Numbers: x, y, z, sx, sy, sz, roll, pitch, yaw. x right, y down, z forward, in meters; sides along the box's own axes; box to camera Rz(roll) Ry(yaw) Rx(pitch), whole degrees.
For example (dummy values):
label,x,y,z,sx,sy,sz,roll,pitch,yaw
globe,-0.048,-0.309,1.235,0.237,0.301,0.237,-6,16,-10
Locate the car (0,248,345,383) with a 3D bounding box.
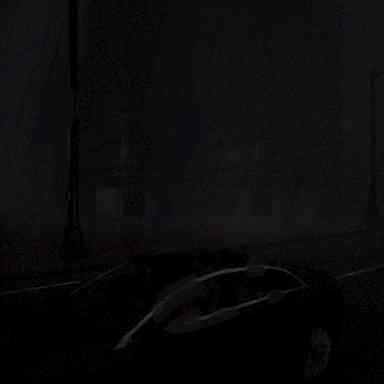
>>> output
label,x,y,z,sx,sy,sz,roll,pitch,yaw
car,-0.208,1.491,3.834,4.902,1.511,2.128,0,0,-35
